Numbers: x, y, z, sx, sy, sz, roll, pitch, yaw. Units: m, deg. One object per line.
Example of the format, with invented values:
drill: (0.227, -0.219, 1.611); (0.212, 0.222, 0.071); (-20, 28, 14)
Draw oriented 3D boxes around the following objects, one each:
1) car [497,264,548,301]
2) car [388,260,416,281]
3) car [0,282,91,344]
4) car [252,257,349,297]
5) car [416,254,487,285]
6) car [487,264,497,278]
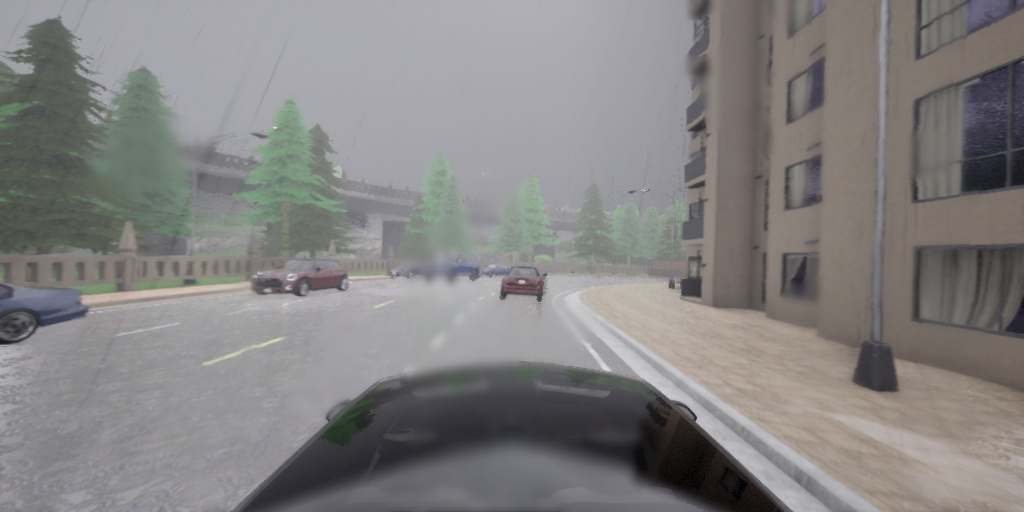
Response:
car: (0.786, 1.273, 18.961); (2.097, 1.767, 4.553); (2, 0, 9)
car: (-7.585, 1.041, 28.199); (2.128, 1.511, 4.902); (2, -1, 22)
car: (-10.557, 0.968, 5.688); (2.033, 1.411, 5.357); (2, 0, 2)
car: (-9.872, 0.894, 17.154); (2.097, 1.767, 4.553); (2, -1, 7)
car: (-4.350, 0.841, 26.845); (2.150, 2.045, 5.566); (2, -1, 22)
car: (-1.839, 1.512, 37.514); (1.812, 1.442, 4.674); (2, -1, 39)
